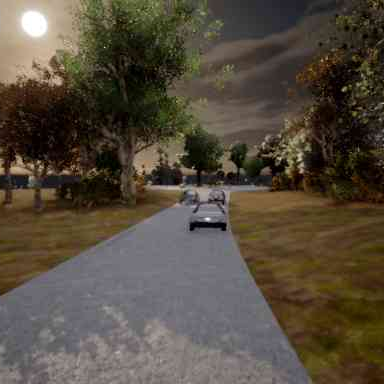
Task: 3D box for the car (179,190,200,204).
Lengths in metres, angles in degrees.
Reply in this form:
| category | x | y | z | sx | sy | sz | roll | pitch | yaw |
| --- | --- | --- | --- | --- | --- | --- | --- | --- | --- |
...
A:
| category | x | y | z | sx | sy | sz | roll | pitch | yaw |
| --- | --- | --- | --- | --- | --- | --- | --- | --- | --- |
| car | -0.210 | 0.491 | 35.974 | 1.812 | 1.442 | 4.674 | 2 | 3 | 7 |

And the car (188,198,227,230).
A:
| category | x | y | z | sx | sy | sz | roll | pitch | yaw |
| --- | --- | --- | --- | --- | --- | --- | --- | --- | --- |
| car | 0.941 | 1.273 | 18.765 | 1.994 | 1.385 | 4.181 | 0 | 2 | 4 |

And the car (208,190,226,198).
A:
| category | x | y | z | sx | sy | sz | roll | pitch | yaw |
| --- | --- | --- | --- | --- | --- | --- | --- | --- | --- |
| car | 2.782 | 0.476 | 37.056 | 2.033 | 1.411 | 5.357 | 0 | 3 | 7 |
